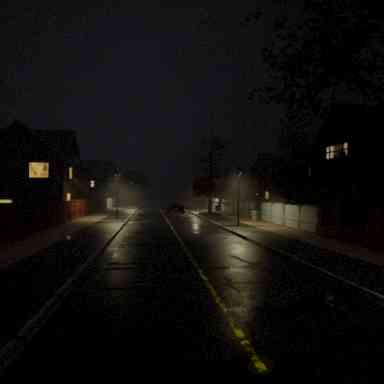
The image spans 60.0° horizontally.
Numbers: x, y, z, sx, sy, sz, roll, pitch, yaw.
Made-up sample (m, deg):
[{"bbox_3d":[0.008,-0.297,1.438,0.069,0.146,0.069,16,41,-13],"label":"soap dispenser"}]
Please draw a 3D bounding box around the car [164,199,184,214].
[{"bbox_3d":[-2.070,1.756,40.149,1.882,1.535,5.008,1,-1,-7],"label":"car"}]
